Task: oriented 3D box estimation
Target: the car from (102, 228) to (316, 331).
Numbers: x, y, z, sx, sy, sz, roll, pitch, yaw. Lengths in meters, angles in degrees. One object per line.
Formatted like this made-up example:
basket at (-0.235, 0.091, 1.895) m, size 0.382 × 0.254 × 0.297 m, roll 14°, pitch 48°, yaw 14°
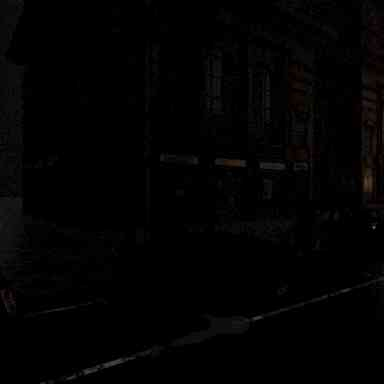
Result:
car at (0.355, 1.566, 6.896) m, size 4.313 × 1.339 × 1.947 m, roll 0°, pitch 0°, yaw -35°

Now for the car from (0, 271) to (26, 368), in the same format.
car at (-4.207, 1.440, 3.646) m, size 4.097 × 1.590 × 1.967 m, roll 0°, pitch 0°, yaw -35°

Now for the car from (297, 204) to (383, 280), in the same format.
car at (4.919, 1.316, 10.146) m, size 5.009 × 1.841 × 2.192 m, roll 0°, pitch 0°, yaw -35°
